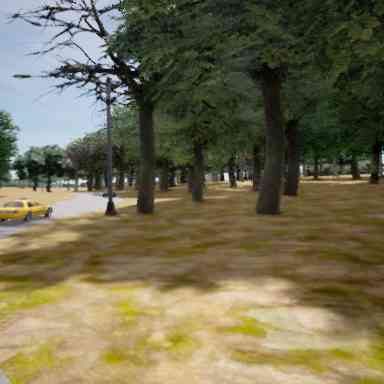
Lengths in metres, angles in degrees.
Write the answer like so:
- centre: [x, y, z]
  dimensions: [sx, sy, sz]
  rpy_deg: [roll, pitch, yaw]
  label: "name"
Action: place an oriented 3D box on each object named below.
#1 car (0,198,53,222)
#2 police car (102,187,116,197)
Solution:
- centre: [-11.775, 1.195, 23.623]
  dimensions: [1.801, 1.575, 5.366]
  rpy_deg: [0, 2, 2]
  label: "car"
- centre: [-13.030, 0.019, 52.298]
  dimensions: [2.038, 1.542, 4.974]
  rpy_deg: [0, 2, -14]
  label: "police car"
